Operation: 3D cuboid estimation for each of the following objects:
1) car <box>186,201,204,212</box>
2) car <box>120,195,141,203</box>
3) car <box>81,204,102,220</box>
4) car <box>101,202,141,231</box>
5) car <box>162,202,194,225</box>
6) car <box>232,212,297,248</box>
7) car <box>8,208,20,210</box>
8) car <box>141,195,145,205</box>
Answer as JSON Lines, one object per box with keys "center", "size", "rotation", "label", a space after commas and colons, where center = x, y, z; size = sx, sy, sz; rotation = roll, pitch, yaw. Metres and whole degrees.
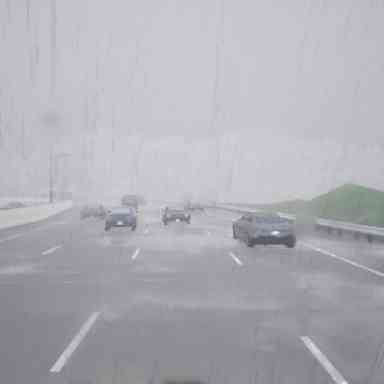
{"center": [0.021, 1.718, 39.823], "size": [1.895, 1.301, 4.718], "rotation": [-1, 0, -13], "label": "car"}
{"center": [-9.035, 1.460, 47.376], "size": [2.150, 2.045, 5.566], "rotation": [0, 0, -16], "label": "car"}
{"center": [-8.997, 1.790, 30.740], "size": [1.895, 1.301, 4.718], "rotation": [-1, 0, -10], "label": "car"}
{"center": [-4.489, 1.638, 21.538], "size": [1.812, 1.442, 4.674], "rotation": [0, 0, -7], "label": "car"}
{"center": [-1.310, 1.689, 25.268], "size": [1.895, 1.301, 4.718], "rotation": [-1, 0, -8], "label": "car"}
{"center": [3.077, 1.575, 14.952], "size": [1.994, 1.385, 4.181], "rotation": [0, 0, -5], "label": "car"}
{"center": [-22.724, 1.922, 42.749], "size": [2.033, 1.411, 5.357], "rotation": [-1, 0, -13], "label": "car"}
{"center": [-10.401, 1.520, 63.525], "size": [2.150, 2.045, 5.566], "rotation": [0, -1, -20], "label": "car"}
